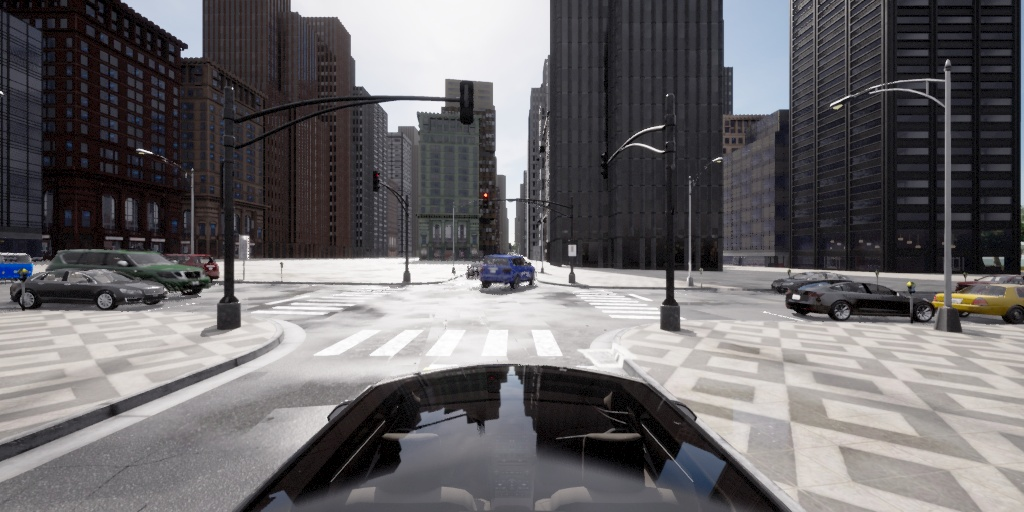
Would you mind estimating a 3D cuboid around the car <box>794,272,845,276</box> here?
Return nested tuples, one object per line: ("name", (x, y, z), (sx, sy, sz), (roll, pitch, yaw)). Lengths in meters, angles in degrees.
("car", (17.808, 1.591, 21.206), (4.403, 1.370, 2.007), (0, 0, 0))

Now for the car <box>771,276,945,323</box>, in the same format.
("car", (12.143, 1.524, 12.690), (4.313, 1.339, 1.948), (0, 0, 0))

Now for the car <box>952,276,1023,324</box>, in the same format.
("car", (17.955, 1.571, 12.680), (4.829, 1.417, 1.751), (0, 0, 0))

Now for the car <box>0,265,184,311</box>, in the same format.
("car", (-14.765, 1.116, 12.638), (4.403, 1.370, 2.007), (0, 0, 0))

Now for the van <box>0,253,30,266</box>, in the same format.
("van", (-31.118, 0.680, 21.191), (3.998, 1.789, 1.690), (0, 0, 0))

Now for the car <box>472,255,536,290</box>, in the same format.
("car", (-0.165, 0.972, 23.097), (2.150, 2.045, 5.566), (2, 1, 21))

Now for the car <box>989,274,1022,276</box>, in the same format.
("car", (29.094, 1.766, 21.187), (4.507, 1.381, 1.888), (0, 0, 0))

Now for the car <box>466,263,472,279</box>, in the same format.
("car", (-3.055, 1.254, 33.235), (1.837, 1.490, 4.892), (0, 0, 0))

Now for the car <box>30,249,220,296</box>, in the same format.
("car", (-16.350, 0.763, 15.394), (5.566, 2.045, 2.150), (1, 0, 0))
